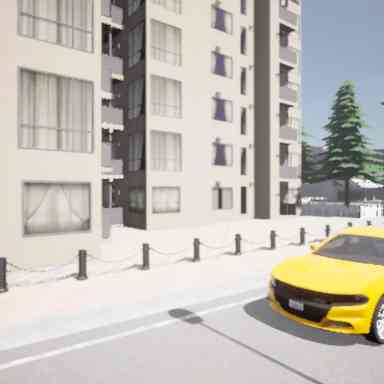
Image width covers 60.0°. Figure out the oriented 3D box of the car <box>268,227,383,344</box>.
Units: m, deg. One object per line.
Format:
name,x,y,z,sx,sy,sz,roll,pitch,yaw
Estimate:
car,3.626,1.465,6.567,5.008,1.535,1.882,0,0,-36
